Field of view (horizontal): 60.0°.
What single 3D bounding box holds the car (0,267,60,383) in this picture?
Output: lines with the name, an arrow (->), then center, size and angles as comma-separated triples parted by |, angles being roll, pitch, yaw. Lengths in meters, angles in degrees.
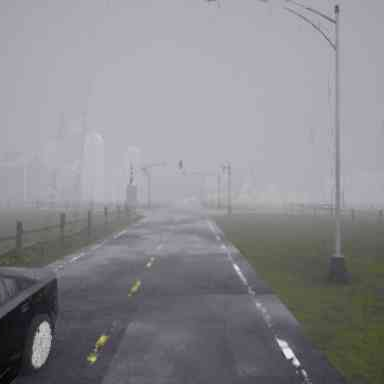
car -> -2.851, 1.503, 2.820 | 1.882, 1.535, 5.008 | 0, 0, 0
